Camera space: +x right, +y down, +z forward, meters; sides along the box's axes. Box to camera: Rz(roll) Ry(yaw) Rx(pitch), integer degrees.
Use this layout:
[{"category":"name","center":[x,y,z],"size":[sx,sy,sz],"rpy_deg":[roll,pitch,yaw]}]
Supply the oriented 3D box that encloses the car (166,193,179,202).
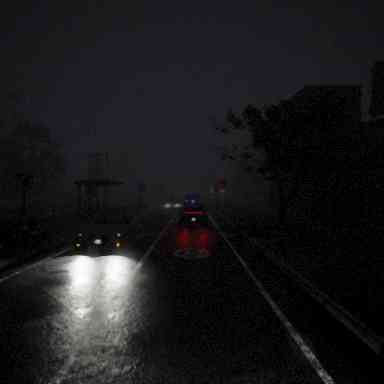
[{"category":"car","center":[-3.296,0.903,57.411],"size":[2.097,1.767,4.553],"rpy_deg":[0,-4,1]}]

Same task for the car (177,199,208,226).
[{"category":"car","center":[0.101,1.494,23.173],"size":[2.128,1.511,4.902],"rpy_deg":[0,0,0]}]

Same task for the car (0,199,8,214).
[{"category":"car","center":[-22.087,1.479,34.375],"size":[5.008,1.535,2.097],"rpy_deg":[0,0,0]}]

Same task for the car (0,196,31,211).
[{"category":"car","center":[-22.131,1.350,39.926],"size":[4.553,1.767,2.185],"rpy_deg":[0,0,0]}]

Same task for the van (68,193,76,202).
[{"category":"van","center":[-22.004,1.246,56.577],"size":[4.442,1.987,1.878],"rpy_deg":[0,0,0]}]

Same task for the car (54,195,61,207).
[{"category":"car","center":[-22.139,1.502,48.251],"size":[4.792,1.488,2.163],"rpy_deg":[0,0,0]}]

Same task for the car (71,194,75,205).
[{"category":"car","center":[-22.147,1.501,53.803],"size":[4.792,1.488,2.163],"rpy_deg":[0,0,0]}]

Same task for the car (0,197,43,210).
[{"category":"car","center":[-22.109,1.474,42.702],"size":[5.008,1.535,2.097],"rpy_deg":[0,0,0]}]

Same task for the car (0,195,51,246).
[{"category":"car","center":[-8.956,1.245,13.057],"size":[5.566,2.045,2.435],"rpy_deg":[0,0,0]}]

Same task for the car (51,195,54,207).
[{"category":"car","center":[-22.101,1.475,45.477],"size":[4.892,1.521,2.231],"rpy_deg":[0,0,0]}]

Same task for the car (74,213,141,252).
[{"category":"car","center":[-3.348,1.573,13.845],"size":[1.994,1.385,4.181],"rpy_deg":[0,0,0]}]

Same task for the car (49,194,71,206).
[{"category":"car","center":[-21.928,1.469,51.026],"size":[5.366,1.575,1.946],"rpy_deg":[0,0,0]}]

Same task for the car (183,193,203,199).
[{"category":"car","center":[0.104,1.159,40.806],"size":[2.150,2.045,5.566],"rpy_deg":[0,1,0]}]

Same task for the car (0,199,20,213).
[{"category":"car","center":[-22.093,1.518,37.150],"size":[4.674,1.452,2.002],"rpy_deg":[0,0,0]}]

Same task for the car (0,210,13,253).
[{"category":"car","center":[-8.795,1.496,10.254],"size":[5.366,1.575,1.946],"rpy_deg":[0,0,0]}]
